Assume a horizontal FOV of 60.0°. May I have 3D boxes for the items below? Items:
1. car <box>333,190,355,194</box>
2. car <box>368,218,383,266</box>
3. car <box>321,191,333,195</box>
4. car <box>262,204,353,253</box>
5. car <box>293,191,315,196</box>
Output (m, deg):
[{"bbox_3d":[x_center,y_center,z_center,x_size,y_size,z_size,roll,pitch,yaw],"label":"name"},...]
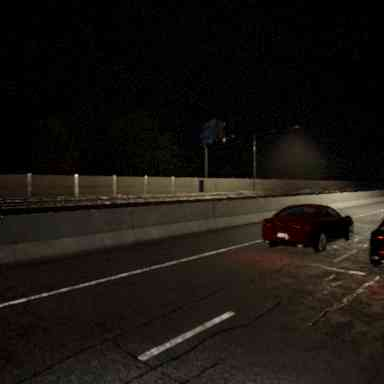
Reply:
[{"bbox_3d":[23.085,0.421,49.259,1.812,1.442,4.674,1,1,42],"label":"car"},{"bbox_3d":[6.605,1.256,9.656,1.837,1.490,4.892,1,2,42],"label":"car"},{"bbox_3d":[22.548,0.418,53.884,1.895,1.301,4.718,1,1,42],"label":"car"},{"bbox_3d":[4.526,1.188,12.579,1.882,1.535,5.008,1,2,42],"label":"car"},{"bbox_3d":[18.190,0.438,54.273,1.895,1.301,4.718,1,1,42],"label":"car"}]
